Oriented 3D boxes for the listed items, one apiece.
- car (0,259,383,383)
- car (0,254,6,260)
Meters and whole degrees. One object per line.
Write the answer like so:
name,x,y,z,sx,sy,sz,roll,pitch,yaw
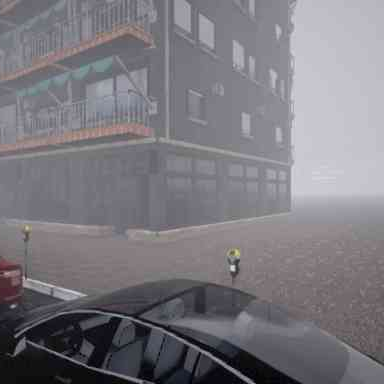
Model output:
car,-0.486,1.566,3.216,4.313,1.339,1.947,0,0,35
car,-5.081,1.545,6.480,4.507,1.381,1.887,0,0,35
